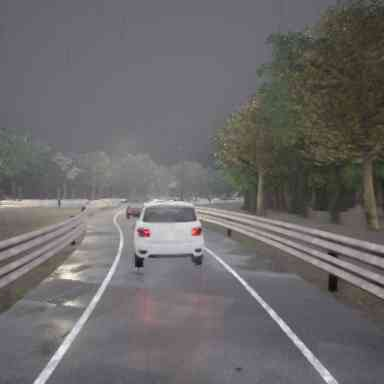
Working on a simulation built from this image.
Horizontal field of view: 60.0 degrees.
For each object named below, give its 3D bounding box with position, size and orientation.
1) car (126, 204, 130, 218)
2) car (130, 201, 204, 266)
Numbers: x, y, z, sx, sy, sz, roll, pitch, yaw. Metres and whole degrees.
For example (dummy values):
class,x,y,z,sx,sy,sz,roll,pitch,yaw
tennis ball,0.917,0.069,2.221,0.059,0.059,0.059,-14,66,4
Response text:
class,x,y,z,sx,sy,sz,roll,pitch,yaw
car,-5.529,1.810,32.875,1.895,1.301,4.718,0,0,-11
car,-0.966,1.331,12.198,2.150,2.045,5.566,0,0,-8
